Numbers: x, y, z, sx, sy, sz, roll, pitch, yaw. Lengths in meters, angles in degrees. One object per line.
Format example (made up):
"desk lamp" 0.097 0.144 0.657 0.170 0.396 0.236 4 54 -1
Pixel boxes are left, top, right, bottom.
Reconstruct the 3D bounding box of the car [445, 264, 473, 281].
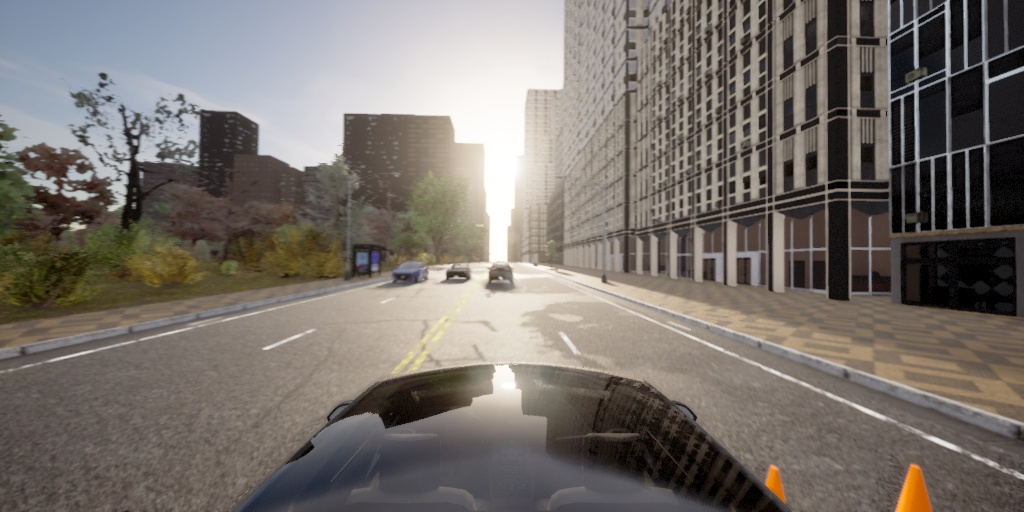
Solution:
"car" -4.409 1.332 30.194 1.895 1.301 4.718 1 0 -2

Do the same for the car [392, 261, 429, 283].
"car" -7.548 1.165 27.005 1.882 1.535 5.008 1 0 -2

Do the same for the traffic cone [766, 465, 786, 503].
"traffic cone" 1.777 1.727 2.436 0.340 0.580 0.340 0 0 -2

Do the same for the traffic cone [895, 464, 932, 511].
"traffic cone" 2.776 1.739 2.472 0.340 0.580 0.340 0 0 -2

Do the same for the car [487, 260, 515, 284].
"car" -0.864 1.273 27.462 1.837 1.490 4.892 1 0 -2
